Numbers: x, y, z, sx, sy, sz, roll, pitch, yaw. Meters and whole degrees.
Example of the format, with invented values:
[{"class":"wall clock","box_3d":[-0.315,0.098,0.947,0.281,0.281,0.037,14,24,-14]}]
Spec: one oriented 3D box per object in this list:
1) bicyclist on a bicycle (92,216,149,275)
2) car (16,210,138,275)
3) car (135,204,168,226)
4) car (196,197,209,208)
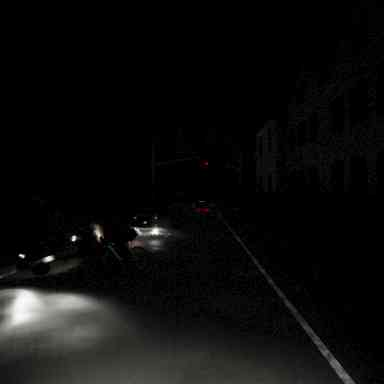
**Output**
[{"class":"bicyclist on a bicycle","box_3d":[-1.992,1.442,9.177,1.656,1.620,0.582,-8,-19,11]},{"class":"car","box_3d":[-3.442,1.403,10.680,2.033,1.411,5.357,-19,-4,2]},{"class":"car","box_3d":[-2.852,1.548,23.663,2.033,1.411,5.357,0,0,2]},{"class":"car","box_3d":[1.503,1.491,47.571,2.128,1.511,4.902,0,0,2]}]
